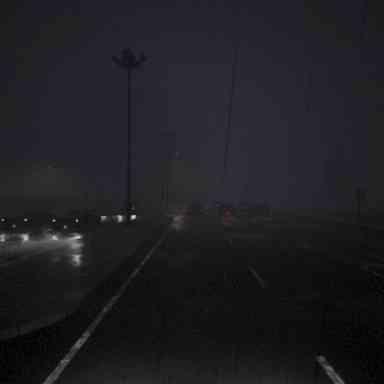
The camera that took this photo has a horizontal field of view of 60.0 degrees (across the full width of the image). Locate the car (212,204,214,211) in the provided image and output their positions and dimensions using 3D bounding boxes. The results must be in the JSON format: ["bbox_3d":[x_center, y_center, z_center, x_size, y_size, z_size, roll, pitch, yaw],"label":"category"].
[{"bbox_3d":[4.001,2.094,48.400,2.128,1.511,4.902,0,-1,0],"label":"car"}]

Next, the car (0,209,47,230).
[{"bbox_3d":[-11.317,1.891,23.441,1.895,1.301,4.718,0,-1,1],"label":"car"}]

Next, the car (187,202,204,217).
[{"bbox_3d":[0.400,2.018,37.858,2.033,1.411,5.357,0,-1,1],"label":"car"}]

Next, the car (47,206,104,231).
[{"bbox_3d":[-7.828,1.885,22.864,1.895,1.301,4.718,0,-1,1],"label":"car"}]

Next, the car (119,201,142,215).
[{"bbox_3d":[-7.577,1.864,41.053,2.097,1.767,4.553,0,-1,1],"label":"car"}]

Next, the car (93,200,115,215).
[{"bbox_3d":[-11.077,1.880,41.090,2.097,1.767,4.553,0,-1,1],"label":"car"}]

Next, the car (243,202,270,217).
[{"bbox_3d":[7.393,1.945,37.462,1.882,1.535,5.008,0,-1,1],"label":"car"}]

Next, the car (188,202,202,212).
[{"bbox_3d":[0.494,2.163,48.209,1.994,1.385,4.181,0,-1,1],"label":"car"}]

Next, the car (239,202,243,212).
[{"bbox_3d":[7.490,2.161,47.946,1.994,1.385,4.181,0,-1,1],"label":"car"}]

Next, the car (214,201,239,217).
[{"bbox_3d":[3.906,1.979,38.074,1.837,1.490,4.892,0,-1,1],"label":"car"}]
